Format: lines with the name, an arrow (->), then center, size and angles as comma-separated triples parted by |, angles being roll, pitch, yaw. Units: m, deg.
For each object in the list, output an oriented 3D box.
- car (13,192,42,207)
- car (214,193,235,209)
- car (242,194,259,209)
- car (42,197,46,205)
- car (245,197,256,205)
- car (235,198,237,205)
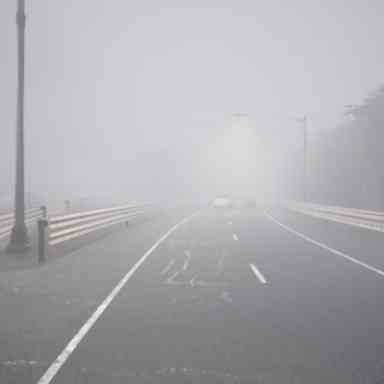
car -> -23.660, 1.053, 47.480 | 2.150, 2.045, 5.566 | 0, 0, -10
car -> 4.287, 1.211, 45.578 | 2.150, 2.045, 5.566 | 0, 0, 11
car -> 7.973, 1.495, 46.215 | 2.128, 1.511, 4.902 | 0, 0, 11
car -> -24.740, 1.311, 53.137 | 2.128, 1.511, 4.902 | 0, 0, -9
car -> 10.543, 1.618, 59.698 | 1.895, 1.301, 4.718 | 0, 0, 11
car -> 7.184, 1.496, 60.723 | 2.128, 1.511, 4.902 | 0, 0, 11
